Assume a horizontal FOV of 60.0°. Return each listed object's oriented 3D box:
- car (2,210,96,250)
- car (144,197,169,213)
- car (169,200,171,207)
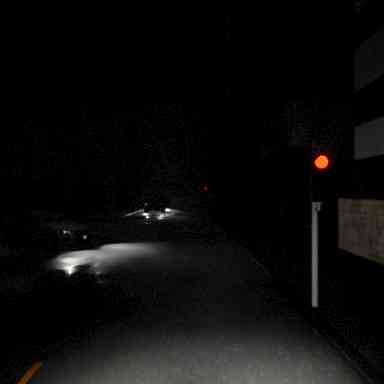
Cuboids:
[{"bbox_3d":[-6.285,1.525,14.398,4.674,1.442,1.812,0,-1,29],"label":"car"},{"bbox_3d":[-4.127,1.352,37.574,2.097,1.767,4.553,0,0,0],"label":"car"},{"bbox_3d":[-4.116,1.601,47.636,1.895,1.301,4.718,0,0,0],"label":"car"}]
